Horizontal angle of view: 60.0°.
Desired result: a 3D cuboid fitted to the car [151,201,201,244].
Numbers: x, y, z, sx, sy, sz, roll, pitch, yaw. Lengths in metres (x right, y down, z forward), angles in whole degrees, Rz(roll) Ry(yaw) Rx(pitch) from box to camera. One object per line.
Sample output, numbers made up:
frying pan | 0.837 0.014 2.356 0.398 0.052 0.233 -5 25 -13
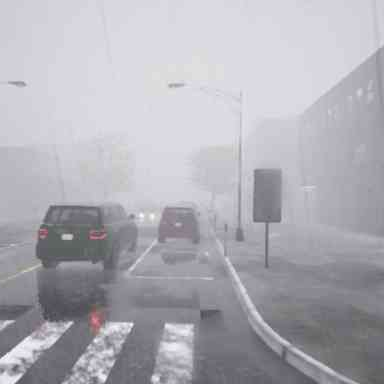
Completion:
car | -0.620 1.585 17.336 2.192 1.841 5.009 2 -1 1

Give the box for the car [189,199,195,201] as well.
car | -0.473 1.846 33.964 2.192 1.841 5.009 2 -1 1

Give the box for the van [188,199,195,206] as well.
van | -0.035 2.639 83.844 1.690 1.788 3.998 2 -1 1

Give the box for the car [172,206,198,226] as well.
car | -0.529 1.995 28.418 2.008 1.369 4.403 2 -1 1

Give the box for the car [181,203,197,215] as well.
car | -0.383 2.269 45.044 1.947 1.339 4.313 2 -1 1

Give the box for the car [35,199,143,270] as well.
car | -3.370 1.360 11.707 2.150 2.045 5.566 1 -1 1

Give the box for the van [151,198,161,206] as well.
van | -8.463 2.422 78.363 1.690 1.788 3.998 2 -1 1

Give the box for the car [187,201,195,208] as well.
car | -0.136 2.657 72.926 1.752 1.417 4.829 2 -1 1

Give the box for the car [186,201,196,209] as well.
car | -0.188 2.626 67.212 1.802 1.307 4.206 2 -1 1

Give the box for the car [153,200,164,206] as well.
car | -8.420 2.716 83.903 2.008 1.369 4.403 2 -1 1

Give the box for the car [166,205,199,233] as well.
car | -0.575 1.797 22.876 1.967 1.590 4.097 2 -1 1

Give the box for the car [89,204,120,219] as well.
car | -8.860 1.964 34.023 1.947 1.339 4.313 2 -1 1

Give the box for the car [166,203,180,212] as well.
car | -3.015 2.379 52.731 1.895 1.301 4.718 1 -1 1

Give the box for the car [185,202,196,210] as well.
car | -0.236 2.510 61.670 2.008 1.369 4.403 2 -1 1

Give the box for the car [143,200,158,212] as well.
car | -6.066 2.241 46.866 1.895 1.301 4.718 1 -1 1
